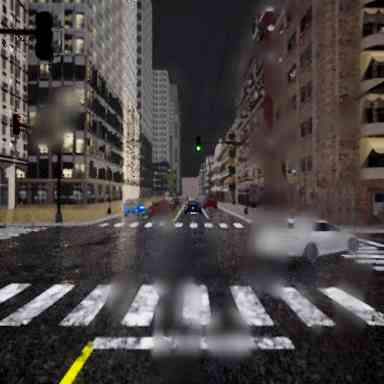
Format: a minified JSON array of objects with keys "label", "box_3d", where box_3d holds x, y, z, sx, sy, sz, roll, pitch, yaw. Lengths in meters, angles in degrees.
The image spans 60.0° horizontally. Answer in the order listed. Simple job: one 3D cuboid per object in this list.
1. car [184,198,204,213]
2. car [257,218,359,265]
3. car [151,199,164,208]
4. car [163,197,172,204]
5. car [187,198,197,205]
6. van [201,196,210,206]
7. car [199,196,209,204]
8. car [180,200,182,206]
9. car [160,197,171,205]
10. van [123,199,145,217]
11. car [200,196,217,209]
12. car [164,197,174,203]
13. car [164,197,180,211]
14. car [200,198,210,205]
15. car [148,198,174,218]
[{"label":"car","box_3d":[0.106,1.807,39.789,1.994,1.385,4.181,0,0,0]},{"label":"car","box_3d":[4.421,1.720,12.567,4.674,1.442,1.812,1,-1,-38]},{"label":"car","box_3d":[-5.684,1.865,55.045,1.752,1.417,4.829,0,0,0]},{"label":"car","box_3d":[-5.681,2.012,77.248,1.752,1.417,4.829,0,0,0]},{"label":"car","box_3d":[0.011,1.977,72.085,2.128,1.511,4.902,0,0,0]},{"label":"van","box_3d":[2.698,1.755,66.318,1.690,1.788,3.998,0,0,0]},{"label":"car","box_3d":[2.699,1.802,77.419,2.192,1.841,5.009,0,0,0]},{"label":"car","box_3d":[-2.999,1.891,61.980,1.837,1.490,4.892,0,-1,0]},{"label":"car","box_3d":[-5.682,1.890,71.868,1.967,1.590,4.097,0,0,0]},{"label":"van","box_3d":[-5.687,1.541,33.013,1.690,1.788,3.998,0,0,0]},{"label":"car","box_3d":[2.695,1.621,49.666,2.192,1.841,5.009,0,0,0]},{"label":"car","box_3d":[-5.680,2.076,82.969,2.008,1.369,4.403,0,0,0]},{"label":"car","box_3d":[-3.076,1.753,42.811,2.128,1.511,4.902,0,0,0]},{"label":"car","box_3d":[2.699,2.001,71.867,2.008,1.369,4.403,0,0,0]},{"label":"car","box_3d":[-3.085,1.674,32.403,1.882,1.535,5.008,0,0,0]}]
